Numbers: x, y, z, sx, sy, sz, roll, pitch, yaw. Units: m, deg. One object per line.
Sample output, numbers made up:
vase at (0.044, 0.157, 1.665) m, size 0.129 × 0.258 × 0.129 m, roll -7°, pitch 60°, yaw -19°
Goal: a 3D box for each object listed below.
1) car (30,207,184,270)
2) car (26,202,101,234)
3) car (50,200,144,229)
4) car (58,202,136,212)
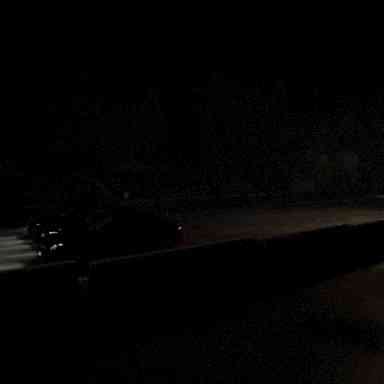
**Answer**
car at (-2.446, 1.411, 10.844) m, size 4.674 × 1.442 × 1.812 m, roll -2°, pitch 1°, yaw -35°
car at (-5.785, 1.364, 17.061) m, size 4.892 × 1.490 × 1.837 m, roll -2°, pitch 1°, yaw -35°
car at (-5.944, 1.340, 21.246) m, size 5.357 × 1.411 × 2.033 m, roll -2°, pitch 1°, yaw -35°
car at (-3.753, 1.364, 14.211) m, size 4.892 × 1.490 × 1.837 m, roll -2°, pitch 1°, yaw -35°
